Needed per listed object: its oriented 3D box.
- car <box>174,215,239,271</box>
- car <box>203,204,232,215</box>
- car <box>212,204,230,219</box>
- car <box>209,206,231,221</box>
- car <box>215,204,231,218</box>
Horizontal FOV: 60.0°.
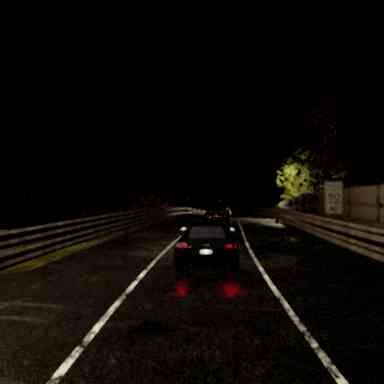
[{"bbox_3d":[0.550,1.715,11.513,1.994,1.385,4.181,0,-1,4],"label":"car"},{"bbox_3d":[1.826,1.859,24.456,1.837,1.490,4.892,0,-1,6],"label":"car"},{"bbox_3d":[3.712,2.366,41.280,2.097,1.767,4.553,0,-3,7],"label":"car"},{"bbox_3d":[3.037,2.214,35.388,2.128,1.511,4.902,0,-3,6],"label":"car"},{"bbox_3d":[4.402,2.704,46.900,2.097,1.767,4.553,0,-4,8],"label":"car"}]
